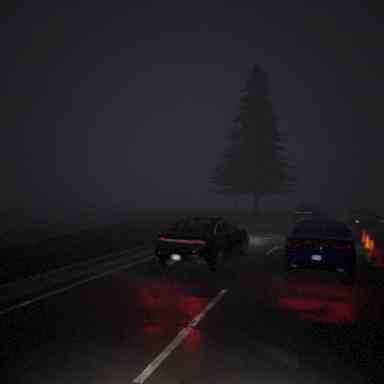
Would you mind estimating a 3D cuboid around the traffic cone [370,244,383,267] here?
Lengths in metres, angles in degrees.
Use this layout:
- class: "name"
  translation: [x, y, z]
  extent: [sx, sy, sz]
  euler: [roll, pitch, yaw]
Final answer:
- class: "traffic cone"
  translation: [6.080, 2.101, 10.790]
  extent: [0.340, 0.580, 0.340]
  euler: [1, 0, 23]

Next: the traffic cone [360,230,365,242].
- class: "traffic cone"
  translation: [8.436, 2.166, 16.308]
  extent: [0.340, 0.580, 0.340]
  euler: [1, 0, 23]

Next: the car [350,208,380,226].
- class: "car"
  translation: [13.585, 1.940, 26.412]
  extent: [1.895, 1.301, 4.718]
  euler: [0, 0, 37]

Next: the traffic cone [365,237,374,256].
- class: "traffic cone"
  translation: [6.865, 2.123, 12.630]
  extent: [0.340, 0.580, 0.340]
  euler: [1, 0, 23]

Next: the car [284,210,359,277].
- class: "car"
  translation: [4.286, 1.602, 11.002]
  extent: [1.882, 1.535, 5.008]
  euler: [0, -1, 24]

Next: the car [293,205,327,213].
- class: "car"
  translation: [9.613, 1.783, 26.849]
  extent: [2.128, 1.511, 4.902]
  euler: [0, 0, 36]

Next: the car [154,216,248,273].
- class: "car"
  translation: [0.535, 1.569, 11.184]
  extent: [2.128, 1.511, 4.902]
  euler: [1, 0, 24]

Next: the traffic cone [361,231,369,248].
- class: "traffic cone"
  translation: [7.650, 2.144, 14.469]
  extent: [0.340, 0.580, 0.340]
  euler: [1, 0, 23]
